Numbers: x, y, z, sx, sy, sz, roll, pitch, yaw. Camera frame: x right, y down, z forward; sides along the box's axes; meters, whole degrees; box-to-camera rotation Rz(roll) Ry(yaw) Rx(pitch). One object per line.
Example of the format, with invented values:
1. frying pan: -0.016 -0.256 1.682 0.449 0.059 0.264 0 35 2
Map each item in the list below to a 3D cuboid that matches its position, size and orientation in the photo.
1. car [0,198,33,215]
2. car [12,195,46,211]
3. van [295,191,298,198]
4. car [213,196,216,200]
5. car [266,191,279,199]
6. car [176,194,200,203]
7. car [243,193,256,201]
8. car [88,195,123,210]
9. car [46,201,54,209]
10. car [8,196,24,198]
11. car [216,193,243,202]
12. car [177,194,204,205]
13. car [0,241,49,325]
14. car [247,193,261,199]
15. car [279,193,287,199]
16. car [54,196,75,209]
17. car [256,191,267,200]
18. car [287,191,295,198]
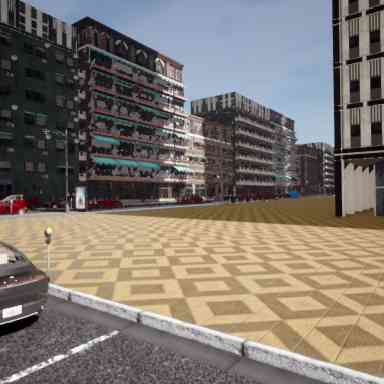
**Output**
1. car: -16.135 1.413 28.030 1.802 1.307 4.206 -1 0 36
2. car: -19.651 1.228 37.435 2.192 1.841 5.009 -1 0 36
3. van: 26.202 0.654 86.089 1.690 1.788 3.998 -1 0 36
4. car: 6.406 1.028 73.163 1.967 1.590 4.097 -1 0 36
5. car: 16.431 0.740 72.690 2.192 1.841 5.009 -1 0 36
6. car: -0.675 1.185 58.932 1.812 1.442 4.674 -1 0 37
7. car: 9.920 1.048 63.759 1.887 1.381 4.507 -1 0 36
8. car: -9.623 1.186 36.962 1.967 1.590 4.097 -1 0 36
9. car: -16.391 1.415 41.902 1.887 1.381 4.507 -1 0 36
10. car: -19.978 1.453 32.601 2.033 1.411 5.357 -1 0 36
11. car: 6.663 1.093 59.293 2.008 1.369 4.403 -1 0 36
12. car: 0.148 1.062 50.360 1.967 1.590 4.097 -1 0 36
13. car: -4.447 1.553 6.247 4.403 1.369 2.008 0 -1 36
14. car: 16.178 1.040 86.562 1.947 1.339 4.313 -1 0 36
15. car: 19.690 0.938 77.156 2.008 1.369 4.403 -1 0 36
16. car: -13.942 1.180 40.878 2.097 1.767 4.553 -1 0 36
17. car: 13.177 1.046 68.224 1.802 1.307 4.206 -1 0 36
18. car: 22.948 0.932 81.623 1.802 1.307 4.206 -1 0 36
